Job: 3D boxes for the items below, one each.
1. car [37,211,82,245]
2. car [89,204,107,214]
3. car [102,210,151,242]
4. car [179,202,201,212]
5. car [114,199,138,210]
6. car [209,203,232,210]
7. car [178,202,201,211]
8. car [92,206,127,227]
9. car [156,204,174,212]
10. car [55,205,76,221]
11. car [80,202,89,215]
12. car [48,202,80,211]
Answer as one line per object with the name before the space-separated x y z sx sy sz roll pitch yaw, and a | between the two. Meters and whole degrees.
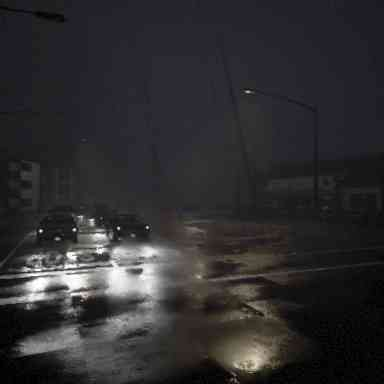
car | -6.947 1.891 17.382 1.895 1.301 4.718 0 -1 -21
car | -10.394 2.163 37.850 1.837 1.490 4.892 0 0 -14
car | -3.684 1.912 18.637 1.895 1.301 4.718 0 -1 -21
car | -0.131 2.434 54.556 1.882 1.535 5.008 0 -1 20
car | -10.933 2.217 55.138 2.150 2.045 5.566 0 -1 14
car | 5.472 2.709 63.126 4.718 1.301 1.895 1 -1 -42
car | -0.448 2.648 61.586 1.994 1.385 4.181 -1 -1 37
car | -6.860 2.069 27.236 1.895 1.301 4.718 0 -1 -20
car | -4.172 2.523 52.492 1.895 1.301 4.718 0 -1 11
car | -13.246 2.140 35.115 1.812 1.442 4.674 0 -1 -18
car | -15.210 2.149 45.214 2.097 1.767 4.553 0 -1 -2
car | -10.009 1.795 25.727 2.097 1.767 4.553 0 -1 -20
